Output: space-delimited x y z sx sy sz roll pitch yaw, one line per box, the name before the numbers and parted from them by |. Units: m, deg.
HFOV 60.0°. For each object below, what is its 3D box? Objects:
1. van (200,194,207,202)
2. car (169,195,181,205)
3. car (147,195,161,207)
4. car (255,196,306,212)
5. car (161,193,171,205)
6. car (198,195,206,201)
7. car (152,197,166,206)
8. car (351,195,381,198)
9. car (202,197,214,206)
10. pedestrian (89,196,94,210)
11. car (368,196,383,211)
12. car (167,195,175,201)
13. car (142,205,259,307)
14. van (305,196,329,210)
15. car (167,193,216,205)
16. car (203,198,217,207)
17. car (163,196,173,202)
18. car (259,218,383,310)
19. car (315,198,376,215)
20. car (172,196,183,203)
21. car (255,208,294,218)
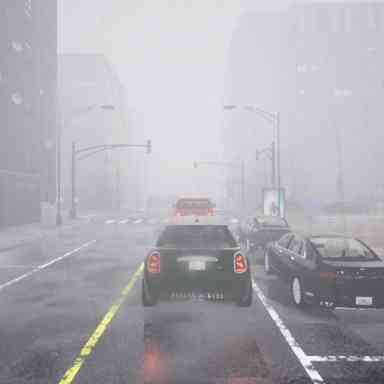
van | 2.719 1.389 79.270 1.690 1.788 3.998 1 0 0
car | -3.057 1.387 60.675 2.097 1.767 4.553 0 0 0
car | -5.666 1.344 51.455 2.192 1.841 5.009 1 0 0
car | 9.283 1.467 35.953 4.892 1.490 1.837 -1 -1 5
car | -3.111 1.251 51.106 2.150 2.045 5.566 0 0 0
car | 2.718 1.600 90.410 1.887 1.381 4.507 1 0 0
car | -5.668 1.578 57.026 1.887 1.381 4.507 1 0 0
car | 19.298 1.235 38.191 5.009 1.841 2.192 0 0 0
car | 2.712 1.615 56.984 1.802 1.307 4.206 1 0 0
pedestrian | -12.521 1.356 41.381 0.375 1.860 0.375 0 0 0
car | 21.916 1.387 35.601 4.674 1.442 1.812 0 -1 0
car | -5.662 1.621 90.452 1.947 1.339 4.313 1 0 0
car | 0.102 1.356 8.148 2.097 1.767 4.553 0 0 0
van | 13.771 1.304 38.231 3.998 1.788 1.690 0 0 0
car | 0.091 1.231 17.619 2.150 2.045 5.566 0 0 0
car | 2.711 1.595 51.413 1.947 1.339 4.313 1 0 0
car | -5.664 1.614 79.310 1.947 1.339 4.313 1 0 0
car | 2.832 1.555 7.650 2.008 1.369 4.403 1 0 0
car | 13.709 1.419 29.850 4.206 1.307 1.802 0 0 0
car | -2.987 1.567 70.745 2.128 1.511 4.902 0 0 0
car | 2.833 1.558 13.220 2.008 1.369 4.403 1 0 0
